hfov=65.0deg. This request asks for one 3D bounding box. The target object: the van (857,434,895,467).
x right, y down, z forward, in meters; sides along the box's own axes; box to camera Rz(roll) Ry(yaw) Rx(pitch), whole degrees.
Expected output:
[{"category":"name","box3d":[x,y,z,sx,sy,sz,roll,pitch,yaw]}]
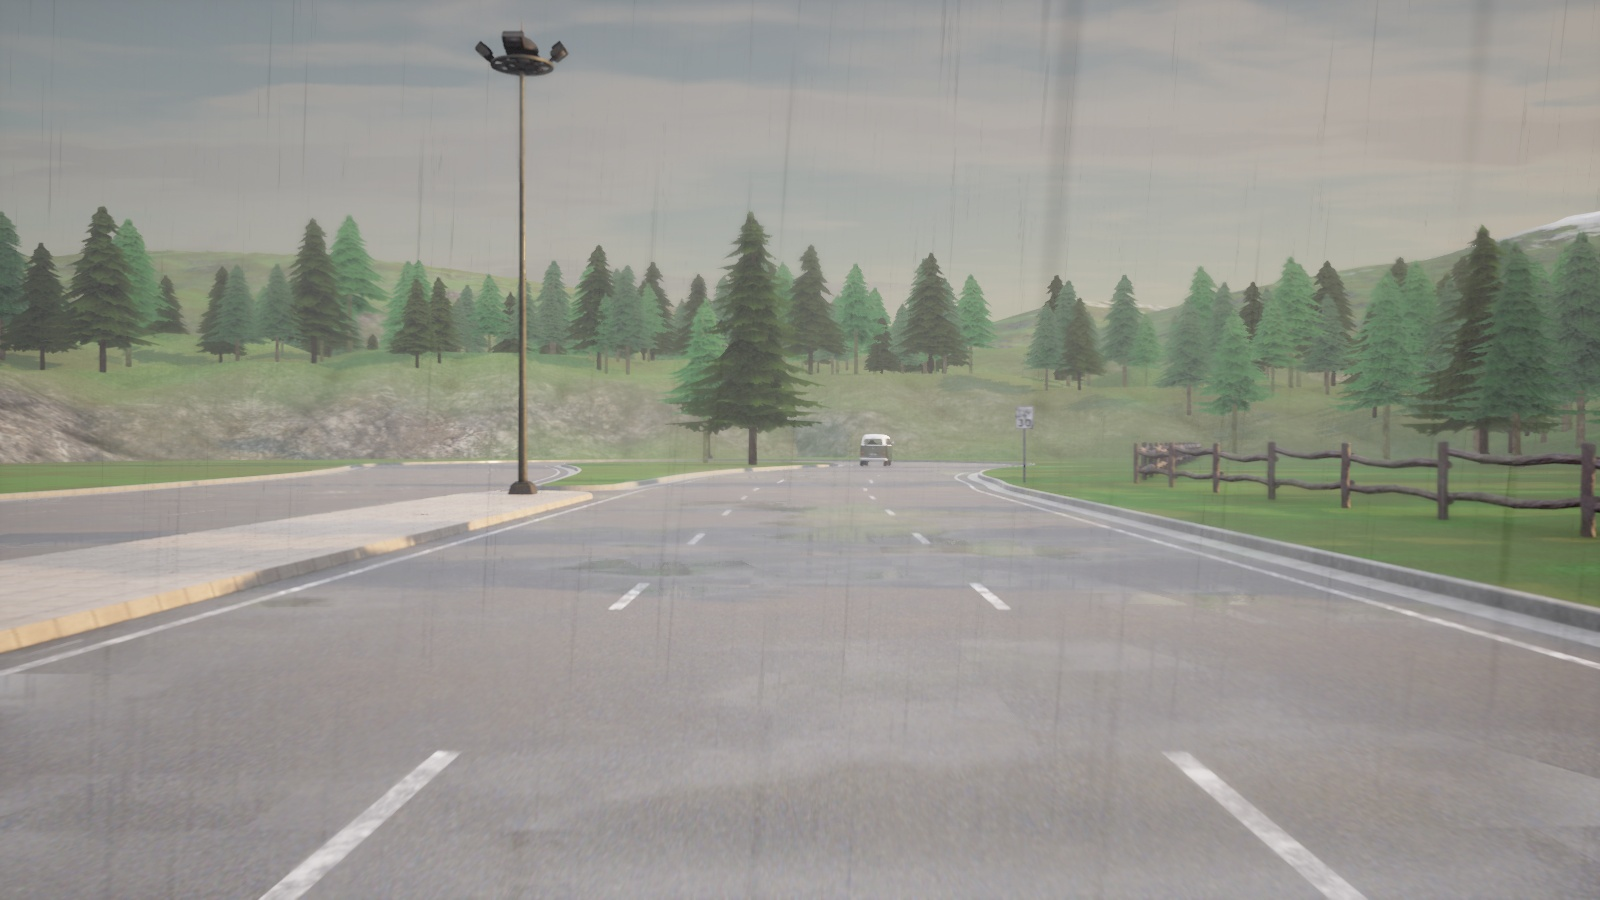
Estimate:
[{"category":"van","box3d":[4.942,0.015,81.323,2.069,2.038,4.480,1,0,8]}]
